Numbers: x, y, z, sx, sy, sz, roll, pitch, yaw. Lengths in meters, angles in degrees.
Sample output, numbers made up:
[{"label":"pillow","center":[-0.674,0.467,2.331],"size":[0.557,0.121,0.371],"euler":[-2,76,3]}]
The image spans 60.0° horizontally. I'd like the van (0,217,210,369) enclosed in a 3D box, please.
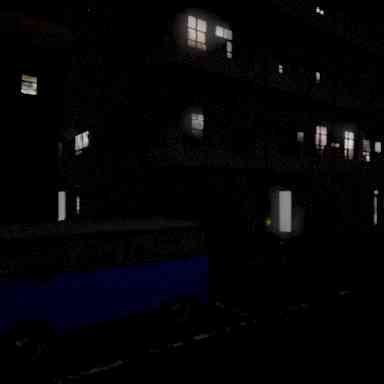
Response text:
[{"label":"van","center":[-1.587,1.350,5.435],"size":[3.998,1.788,1.690],"euler":[0,-1,-35]}]
